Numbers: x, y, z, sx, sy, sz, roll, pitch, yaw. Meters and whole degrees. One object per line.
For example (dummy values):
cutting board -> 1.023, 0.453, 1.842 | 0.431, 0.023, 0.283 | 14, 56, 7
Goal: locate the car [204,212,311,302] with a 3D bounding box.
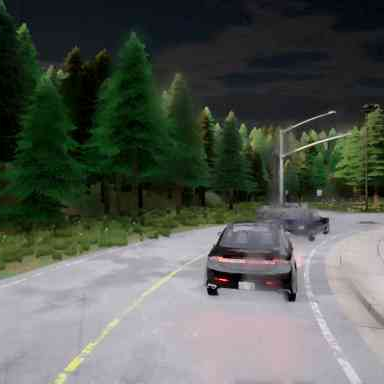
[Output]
car -> 1.588, 1.492, 8.400 | 2.128, 1.511, 4.902 | 0, 0, 14

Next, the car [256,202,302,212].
car -> 6.584, 1.401, 23.774 | 4.718, 1.301, 1.895 | 0, 0, -43

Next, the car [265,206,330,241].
car -> 5.572, 1.601, 16.836 | 1.895, 1.301, 4.718 | 0, 0, 34
